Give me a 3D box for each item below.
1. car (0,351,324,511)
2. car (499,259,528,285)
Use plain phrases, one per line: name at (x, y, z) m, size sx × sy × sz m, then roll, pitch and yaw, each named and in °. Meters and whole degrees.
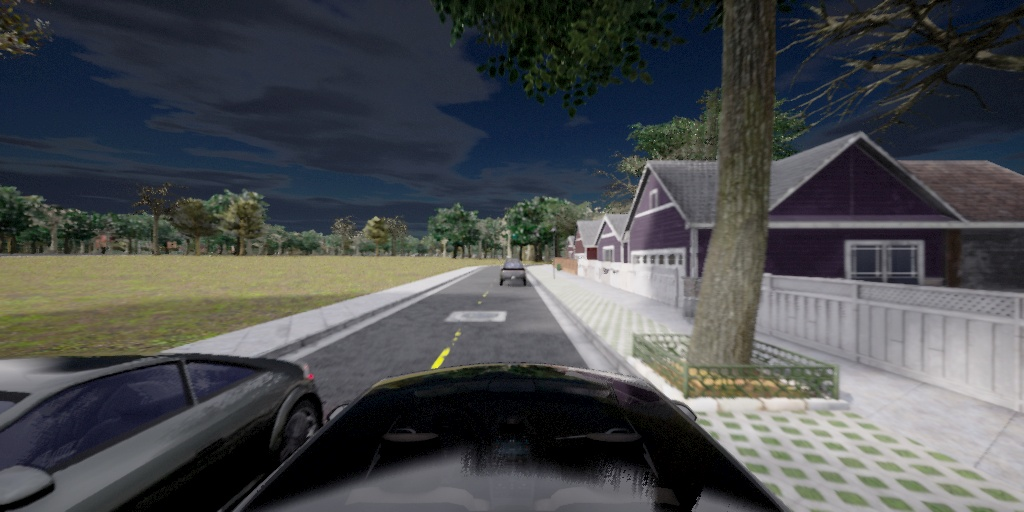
car at (-2.849, 1.312, 1.830) m, size 1.994 × 1.385 × 4.181 m, roll 0°, pitch 0°, yaw 0°
car at (0.097, 1.192, 25.633) m, size 2.128 × 1.511 × 4.902 m, roll 0°, pitch 0°, yaw 1°
